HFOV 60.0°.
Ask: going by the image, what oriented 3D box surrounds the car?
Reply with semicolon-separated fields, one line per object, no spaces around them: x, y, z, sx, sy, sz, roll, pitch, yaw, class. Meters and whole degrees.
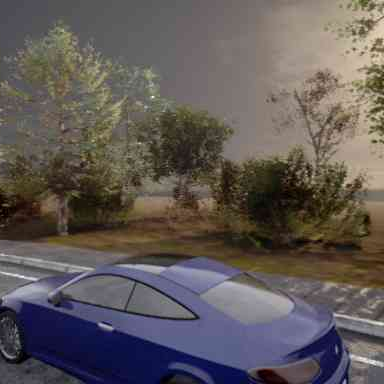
-0.599;1.517;4.194;4.674;1.442;1.812;0;0;34;car
